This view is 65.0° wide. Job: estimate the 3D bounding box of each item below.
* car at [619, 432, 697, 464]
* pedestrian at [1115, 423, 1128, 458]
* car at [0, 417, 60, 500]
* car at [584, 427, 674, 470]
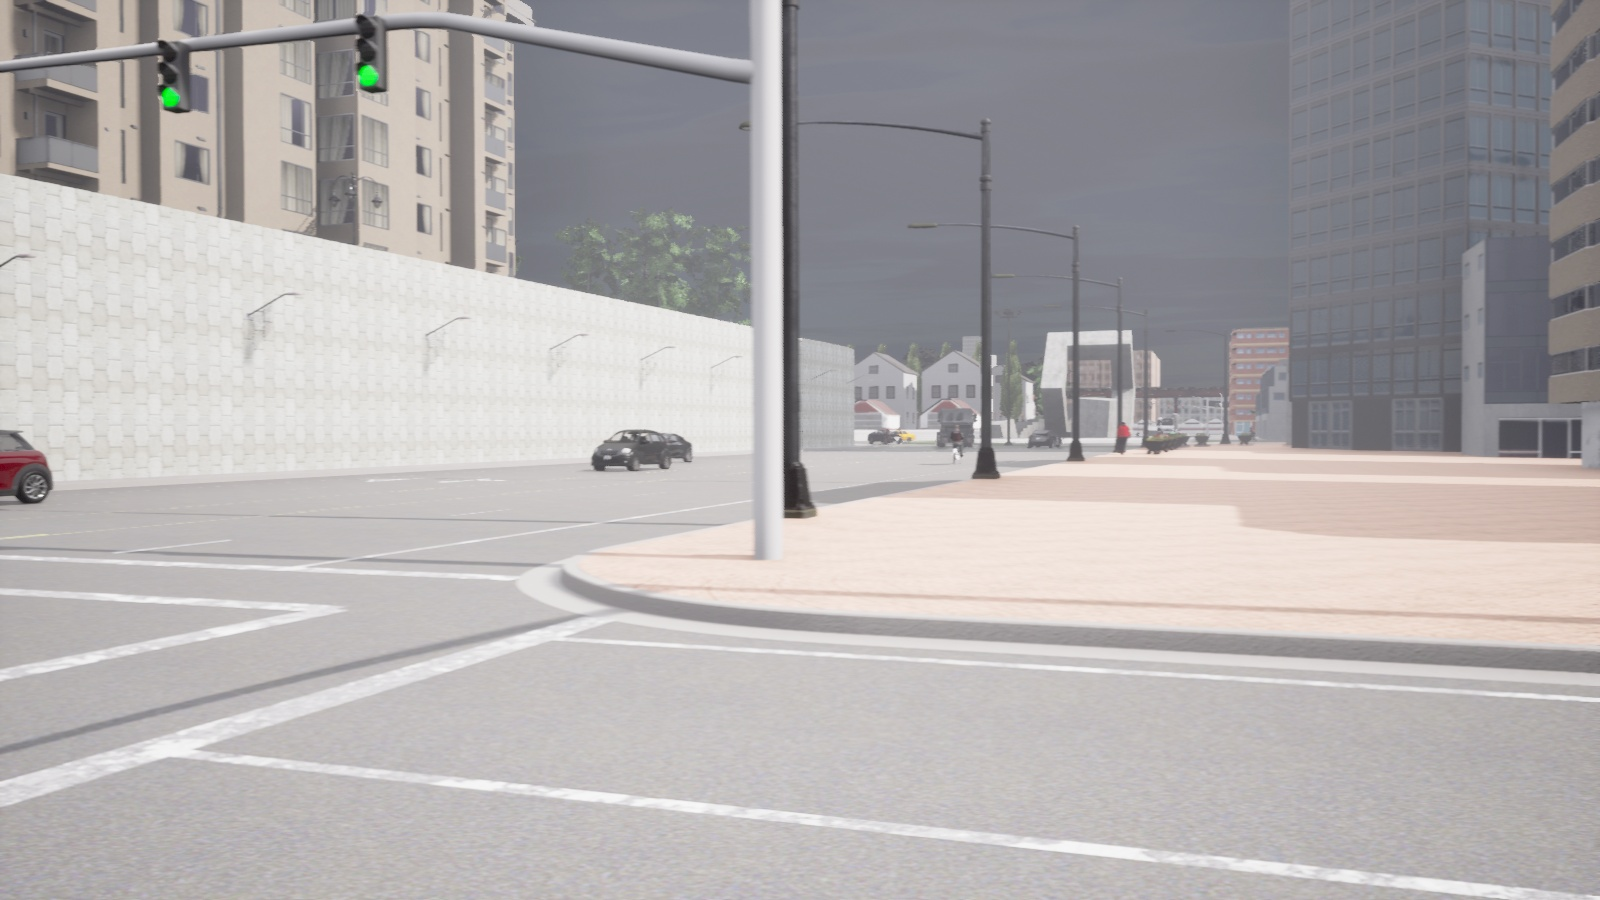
[{"bbox_3d":[-6.651,-0.129,59.288,1.812,1.442,4.674,1,1,20],"label":"car"},{"bbox_3d":[17.106,-0.533,66.824,0.634,1.844,0.899,0,1,17],"label":"pedestrian"},{"bbox_3d":[-18.354,0.191,26.375,2.097,1.767,4.553,1,1,20],"label":"car"},{"bbox_3d":[-6.620,-0.089,48.927,1.851,1.617,3.988,1,1,20],"label":"car"}]
